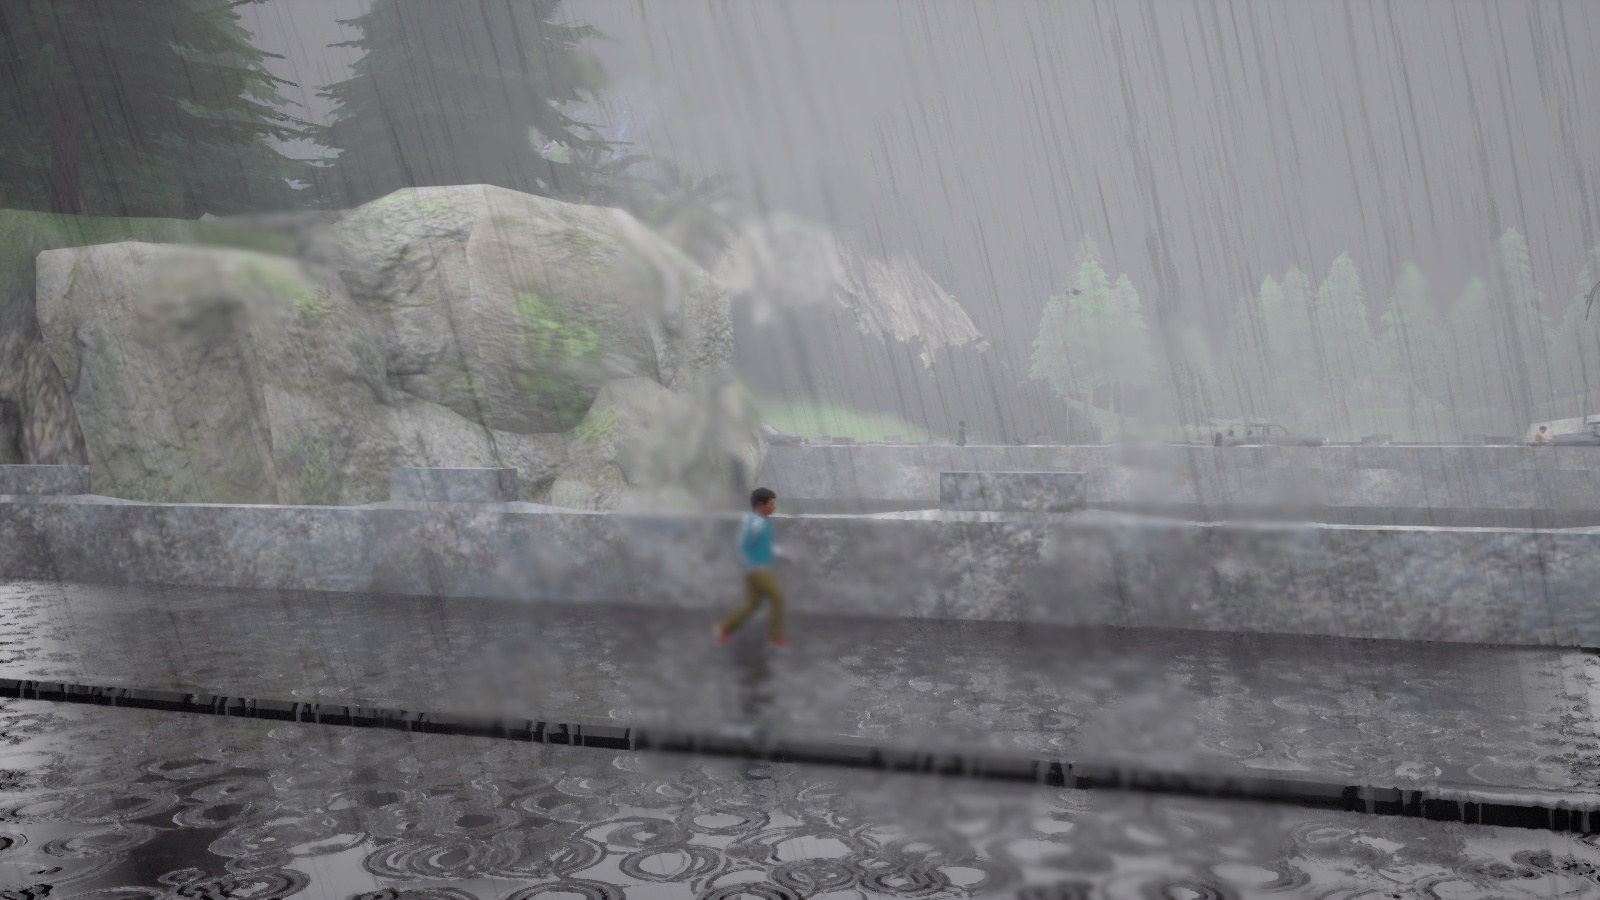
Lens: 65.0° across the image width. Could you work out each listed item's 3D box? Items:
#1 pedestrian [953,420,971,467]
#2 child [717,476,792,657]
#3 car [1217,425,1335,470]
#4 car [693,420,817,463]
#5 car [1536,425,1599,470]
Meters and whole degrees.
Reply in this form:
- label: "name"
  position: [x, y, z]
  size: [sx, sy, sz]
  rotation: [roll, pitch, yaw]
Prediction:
- label: "pedestrian"
  position: [6.743, -0.276, 52.329]
  size: [0.666, 1.930, 0.402]
  rotation: [1, 1, 18]
- label: "child"
  position: [-0.306, 0.778, 8.567]
  size: [0.448, 1.192, 0.343]
  rotation: [0, 1, 8]
- label: "car"
  position: [20.165, -0.137, 53.389]
  size: [4.605, 1.855, 1.932]
  rotation: [1, 1, 19]
- label: "car"
  position: [-2.178, -0.435, 60.882]
  size: [5.566, 2.045, 2.150]
  rotation: [0, 1, 19]
- label: "car"
  position: [33.572, -0.102, 53.111]
  size: [3.866, 1.878, 1.905]
  rotation: [1, 1, 19]
